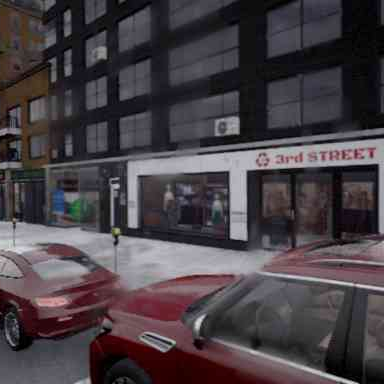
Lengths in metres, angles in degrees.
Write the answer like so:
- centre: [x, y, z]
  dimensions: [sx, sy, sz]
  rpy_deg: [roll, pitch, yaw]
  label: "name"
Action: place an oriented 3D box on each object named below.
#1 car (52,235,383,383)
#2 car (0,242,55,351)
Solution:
- centre: [1.298, 1.280, 2.418]
  dimensions: [5.009, 1.841, 2.192]
  rpy_deg: [-1, 1, 41]
  label: "car"
- centre: [-2.906, 1.598, 6.091]
  dimensions: [4.206, 1.307, 1.802]
  rpy_deg: [-1, 1, 41]
  label: "car"
